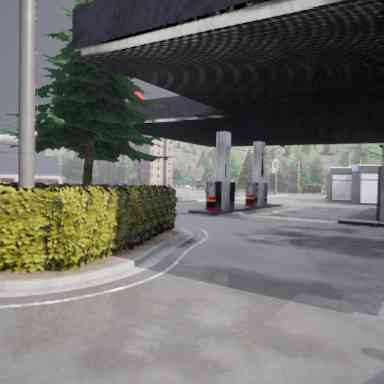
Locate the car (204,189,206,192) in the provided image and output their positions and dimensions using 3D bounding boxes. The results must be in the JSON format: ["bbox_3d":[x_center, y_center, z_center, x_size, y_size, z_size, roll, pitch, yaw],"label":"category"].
[{"bbox_3d":[4.929,-0.342,65.579,5.027,1.636,2.152,2,2,35],"label":"car"}]

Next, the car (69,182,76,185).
[{"bbox_3d":[-25.396,-1.290,68.053,4.605,1.855,1.932,2,2,35],"label":"car"}]

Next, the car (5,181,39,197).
[{"bbox_3d":[-21.727,-0.465,42.412,4.605,1.855,1.932,2,2,35],"label":"car"}]

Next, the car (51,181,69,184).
[{"bbox_3d":[-26.734,-1.263,65.441,3.866,1.878,1.905,2,2,35],"label":"car"}]

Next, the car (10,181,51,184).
[{"bbox_3d":[-17.196,-0.180,35.194,3.866,1.878,1.905,2,2,35],"label":"car"}]
